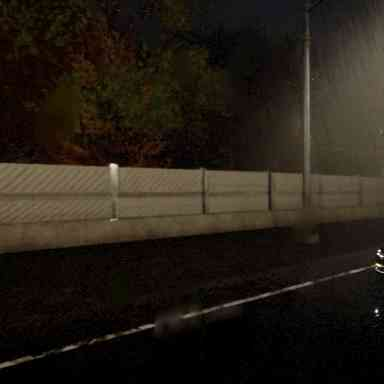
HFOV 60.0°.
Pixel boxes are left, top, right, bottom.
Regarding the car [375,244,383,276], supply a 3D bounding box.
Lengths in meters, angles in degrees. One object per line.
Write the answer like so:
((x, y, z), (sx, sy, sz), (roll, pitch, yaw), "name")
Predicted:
((6.683, 1.420, 8.661), (4.892, 1.490, 1.837), (-1, 0, -35), "car")
